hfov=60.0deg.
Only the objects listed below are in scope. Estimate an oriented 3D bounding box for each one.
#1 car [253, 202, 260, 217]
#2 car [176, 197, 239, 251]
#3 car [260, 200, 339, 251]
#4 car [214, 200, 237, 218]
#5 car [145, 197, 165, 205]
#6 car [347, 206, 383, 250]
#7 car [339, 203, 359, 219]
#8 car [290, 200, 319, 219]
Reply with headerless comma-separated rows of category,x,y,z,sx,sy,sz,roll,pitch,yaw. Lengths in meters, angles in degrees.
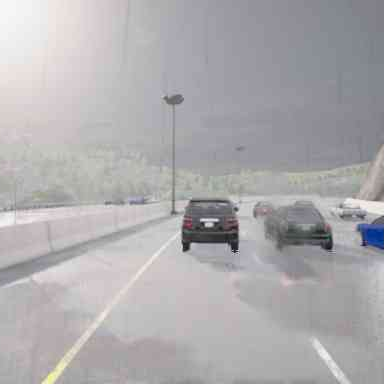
car,6.700,1.582,30.865,1.994,1.385,4.181,0,0,10
car,0.831,1.225,14.249,2.150,2.045,5.566,0,0,5
car,4.390,1.363,14.380,2.097,1.767,4.553,0,0,5
car,3.229,1.537,31.364,1.812,1.442,4.674,0,0,10
car,-5.894,1.522,53.564,1.812,1.442,4.674,0,0,17
car,7.679,1.494,12.007,1.882,1.535,5.008,0,0,4
car,13.410,1.631,28.853,1.895,1.301,4.718,0,0,10
car,10.172,1.529,30.444,1.837,1.490,4.892,0,0,11
